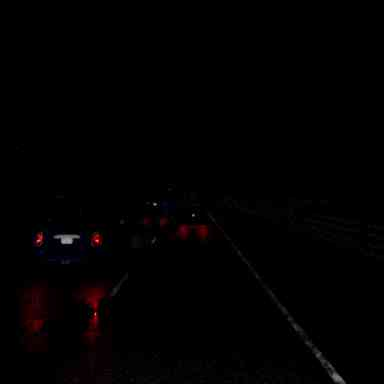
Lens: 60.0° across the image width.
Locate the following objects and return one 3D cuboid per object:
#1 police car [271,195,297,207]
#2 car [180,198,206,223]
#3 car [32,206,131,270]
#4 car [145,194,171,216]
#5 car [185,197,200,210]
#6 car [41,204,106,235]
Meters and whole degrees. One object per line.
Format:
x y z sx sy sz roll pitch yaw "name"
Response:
13.423 1.321 49.090 1.930 1.638 5.238 0 0 -19 "police car"
0.093 1.485 25.944 1.882 1.535 5.008 0 0 0 "car"
-3.403 1.358 11.166 2.097 1.767 4.553 0 0 0 "car"
-3.419 1.227 33.392 2.150 2.045 5.566 0 0 0 "car"
0.090 1.484 42.949 1.882 1.535 5.008 0 0 0 "car"
-6.905 1.555 20.124 2.033 1.411 5.357 0 0 0 "car"
